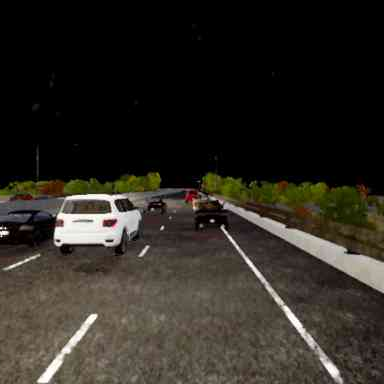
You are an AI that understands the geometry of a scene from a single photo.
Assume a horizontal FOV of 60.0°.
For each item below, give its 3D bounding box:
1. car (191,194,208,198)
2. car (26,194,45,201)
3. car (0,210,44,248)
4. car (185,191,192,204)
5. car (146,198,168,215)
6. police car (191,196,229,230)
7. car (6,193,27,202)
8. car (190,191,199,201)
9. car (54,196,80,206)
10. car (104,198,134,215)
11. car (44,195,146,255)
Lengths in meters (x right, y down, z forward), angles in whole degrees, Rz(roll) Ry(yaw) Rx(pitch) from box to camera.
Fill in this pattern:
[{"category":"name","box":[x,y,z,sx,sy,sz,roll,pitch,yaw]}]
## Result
[{"category":"car","box":[1.075,1.227,30.101,1.801,1.575,5.366,0,0,0]},{"category":"car","box":[-21.031,1.186,47.496,2.033,1.411,5.357,0,0,0]},{"category":"car","box":[-6.889,1.456,14.235,1.994,1.385,4.181,0,0,0]},{"category":"car","box":[0.045,0.807,54.384,2.150,2.045,5.566,0,0,0]},{"category":"car","box":[-3.374,1.256,31.005,2.128,1.511,4.902,0,0,0]},{"category":"police car","box":[1.066,1.273,20.021,1.930,1.638,5.238,0,0,0]},{"category":"car","box":[-24.529,0.989,47.647,2.097,1.767,4.553,0,0,0]},{"category":"car","box":[1.079,1.079,35.880,2.097,1.767,4.553,0,0,0]},{"category":"car","box":[-17.539,1.244,46.858,1.895,1.301,4.718,0,0,0]},{"category":"car","box":[-6.874,1.322,31.787,1.994,1.385,4.181,0,0,0]},{"category":"car","box":[-3.389,1.122,13.007,2.150,2.045,5.566,0,0,0]}]
